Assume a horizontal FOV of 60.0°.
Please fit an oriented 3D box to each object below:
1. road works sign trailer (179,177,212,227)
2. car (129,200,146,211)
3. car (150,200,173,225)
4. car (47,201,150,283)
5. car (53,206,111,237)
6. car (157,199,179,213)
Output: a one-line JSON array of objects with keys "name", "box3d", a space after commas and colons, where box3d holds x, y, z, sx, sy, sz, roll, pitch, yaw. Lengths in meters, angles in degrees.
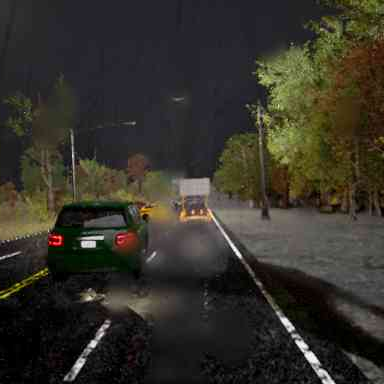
[{"name": "road works sign trailer", "box3d": [0.254, 0.690, 25.388, 2.380, 3.560, 2.880, -3, 0, 1]}, {"name": "car", "box3d": [-8.998, 2.263, 55.235, 1.882, 1.535, 5.008, -3, 0, 1]}, {"name": "car", "box3d": [-2.842, 1.713, 25.629, 1.882, 1.535, 5.008, -3, -3, 1]}, {"name": "car", "box3d": [-2.545, 1.287, 10.103, 2.150, 2.045, 5.566, 0, -1, -5]}, {"name": "car", "box3d": [-6.370, 1.662, 19.827, 1.812, 1.442, 4.674, 0, 0, 1]}, {"name": "car", "box3d": [-2.627, 1.796, 40.566, 2.128, 1.511, 4.902, -4, -3, 1]}]
